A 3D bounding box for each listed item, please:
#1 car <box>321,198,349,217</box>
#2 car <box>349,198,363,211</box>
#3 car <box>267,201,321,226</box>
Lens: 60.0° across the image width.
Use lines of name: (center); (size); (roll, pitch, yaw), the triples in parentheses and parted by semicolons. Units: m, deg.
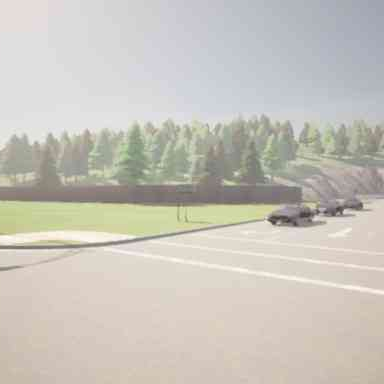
car: (13.046, 1.469, 31.691); (2.128, 1.511, 4.902); (0, 0, 36)
car: (19.625, 1.484, 40.694); (1.837, 1.490, 4.892); (0, 0, 36)
car: (7.179, 1.524, 23.650); (2.033, 1.411, 5.357); (0, 0, 36)
